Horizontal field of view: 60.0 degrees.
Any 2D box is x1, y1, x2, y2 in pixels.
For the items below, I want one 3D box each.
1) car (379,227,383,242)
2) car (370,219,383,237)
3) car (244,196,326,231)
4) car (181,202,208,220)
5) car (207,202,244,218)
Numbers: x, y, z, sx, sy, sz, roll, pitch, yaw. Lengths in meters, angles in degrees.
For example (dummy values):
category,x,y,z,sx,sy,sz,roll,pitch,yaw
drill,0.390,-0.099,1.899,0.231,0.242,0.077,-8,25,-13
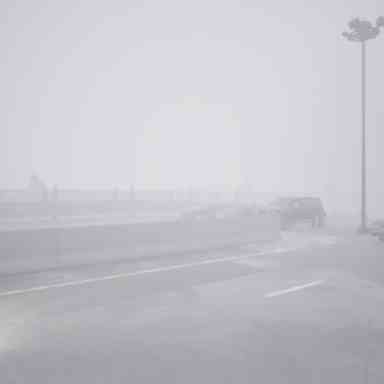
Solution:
category,x,y,z,sx,sy,sz,roll,pitch,yaw
car,7.180,1.597,8.873,4.718,1.301,1.895,0,0,-36
car,10.389,1.614,15.467,5.357,1.411,2.033,2,-1,-36
car,6.290,1.293,21.387,5.566,2.045,2.150,2,-1,-36
car,1.423,1.533,26.511,5.008,1.535,1.882,1,-1,-35
car,3.859,1.555,23.950,4.902,1.511,2.128,2,-1,-35
